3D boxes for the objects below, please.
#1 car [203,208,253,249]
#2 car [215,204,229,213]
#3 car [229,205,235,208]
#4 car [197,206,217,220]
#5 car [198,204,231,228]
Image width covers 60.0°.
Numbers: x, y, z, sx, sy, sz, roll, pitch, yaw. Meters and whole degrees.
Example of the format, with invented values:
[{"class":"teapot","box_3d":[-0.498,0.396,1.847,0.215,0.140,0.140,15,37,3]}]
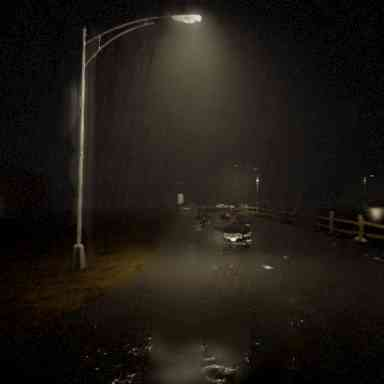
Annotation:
[{"class":"car","box_3d":[1.673,1.736,15.974,1.837,1.490,4.892,1,-1,0]},{"class":"car","box_3d":[5.135,2.796,57.461,1.895,1.301,4.718,1,-1,0]},{"class":"car","box_3d":[5.224,2.494,47.170,2.033,1.411,5.357,1,-1,0]},{"class":"car","box_3d":[1.589,2.225,35.897,1.895,1.301,4.718,1,-1,0]},{"class":"car","box_3d":[1.628,1.924,25.921,1.837,1.490,4.892,1,-1,0]}]
